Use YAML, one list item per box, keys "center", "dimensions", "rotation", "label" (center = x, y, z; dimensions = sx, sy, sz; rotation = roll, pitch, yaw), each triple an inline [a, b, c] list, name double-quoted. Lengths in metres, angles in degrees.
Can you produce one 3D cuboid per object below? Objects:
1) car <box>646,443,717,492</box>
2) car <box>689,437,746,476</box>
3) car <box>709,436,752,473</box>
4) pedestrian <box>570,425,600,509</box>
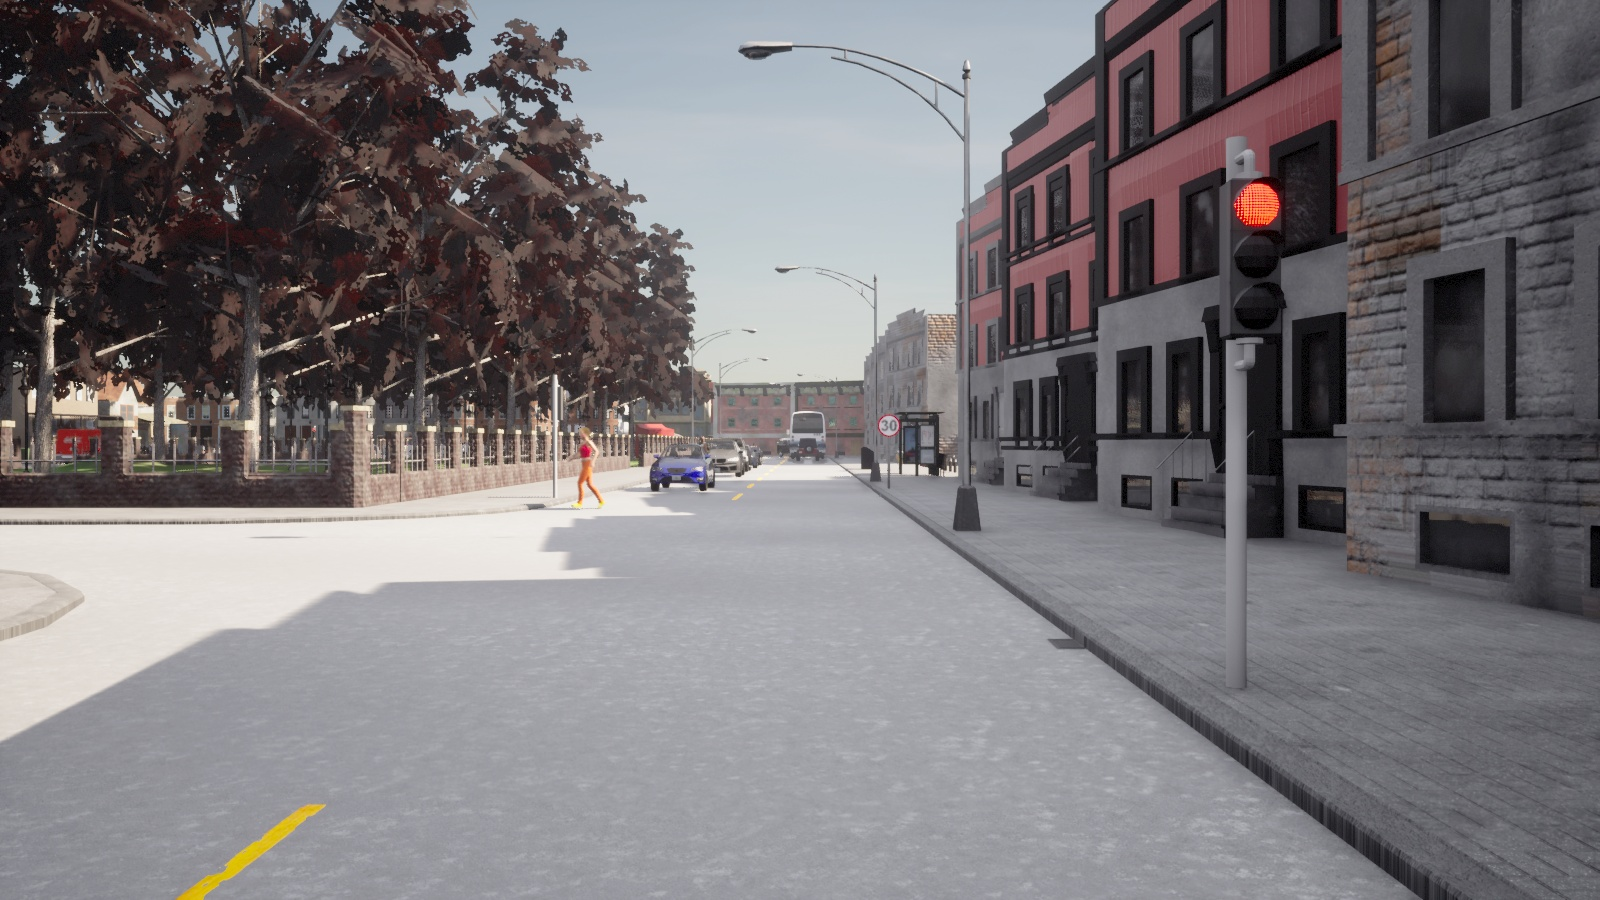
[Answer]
- center: [-3.717, 0.530, 40.145]
  dimensions: [1.816, 1.474, 4.193]
  rotation: [0, 0, 1]
  label: "car"
- center: [-3.627, 0.270, 56.252]
  dimensions: [2.242, 1.667, 4.611]
  rotation: [0, 0, 0]
  label: "car"
- center: [-3.565, 0.191, 65.413]
  dimensions: [1.932, 1.855, 4.605]
  rotation: [0, 0, 1]
  label: "car"
- center: [-4.795, 0.374, 27.981]
  dimensions: [0.594, 1.836, 0.345]
  rotation: [0, 0, -22]
  label: "pedestrian"
